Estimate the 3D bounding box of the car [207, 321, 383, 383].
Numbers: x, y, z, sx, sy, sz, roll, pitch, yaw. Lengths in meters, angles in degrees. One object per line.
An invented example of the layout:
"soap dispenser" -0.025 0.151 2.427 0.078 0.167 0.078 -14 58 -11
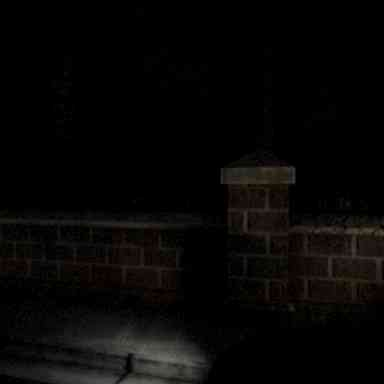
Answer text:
"car" 2.384 1.528 2.207 4.674 1.442 1.812 0 0 15
